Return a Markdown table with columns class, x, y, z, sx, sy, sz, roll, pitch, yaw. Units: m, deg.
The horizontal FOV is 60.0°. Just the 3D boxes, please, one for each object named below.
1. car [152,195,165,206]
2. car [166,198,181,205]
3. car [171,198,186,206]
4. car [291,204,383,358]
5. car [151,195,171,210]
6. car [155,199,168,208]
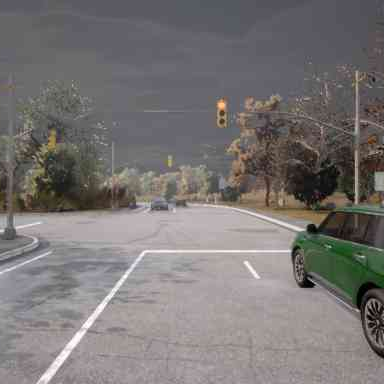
| class | x | y | z | sx | sy | sz | roll | pitch | yaw |
| --- | --- | --- | --- | --- | --- | --- | --- | --- | --- |
| car | -6.479 | 1.662 | 63.628 | 2.150 | 2.045 | 5.566 | 0 | -1 | -10 |
| car | -4.670 | 2.359 | 83.025 | 2.128 | 1.511 | 4.902 | 0 | -1 | -22 |
| car | -2.253 | 1.862 | 60.612 | 1.837 | 1.490 | 4.892 | 0 | -1 | -9 |
| car | 3.581 | 1.221 | 6.105 | 2.150 | 2.045 | 5.566 | 0 | 0 | 0 |
| car | -4.167 | 1.425 | 43.060 | 2.097 | 1.767 | 4.553 | 0 | -1 | -3 |
| car | -4.960 | 1.766 | 53.263 | 2.033 | 1.411 | 5.357 | 0 | -1 | -6 |
